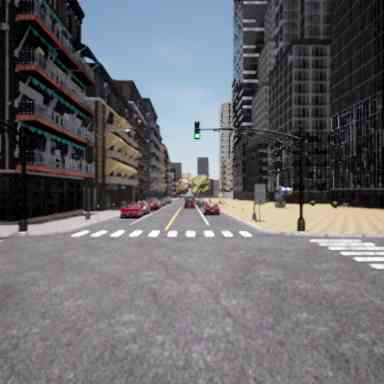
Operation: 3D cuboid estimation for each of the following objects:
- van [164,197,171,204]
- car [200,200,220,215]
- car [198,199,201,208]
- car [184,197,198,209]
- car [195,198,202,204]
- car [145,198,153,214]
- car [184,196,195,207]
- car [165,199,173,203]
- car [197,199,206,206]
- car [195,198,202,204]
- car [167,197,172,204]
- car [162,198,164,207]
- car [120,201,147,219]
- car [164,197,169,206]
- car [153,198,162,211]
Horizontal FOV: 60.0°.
[{"bbox_3d":[-6.504,2.278,89.749,1.690,1.788,3.998,-1,-1,0],"label":"van"},{"bbox_3d":[2.288,1.955,39.042,1.887,1.381,4.507,-1,-1,0],"label":"car"},{"bbox_3d":[2.091,2.202,61.635,2.008,1.369,4.403,-1,-1,0],"label":"car"},{"bbox_3d":[-0.420,2.081,57.693,1.882,1.535,5.008,0,-1,0],"label":"car"},{"bbox_3d":[1.843,2.484,90.048,1.752,1.417,4.829,-1,-1,0],"label":"car"},{"bbox_3d":[-6.060,1.830,38.913,1.967,1.590,4.097,-1,-1,0],"label":"car"},{"bbox_3d":[-0.495,1.935,67.961,2.150,2.045,5.566,0,-1,0],"label":"car"},{"bbox_3d":[-6.550,2.581,95.395,1.802,1.307,4.206,-1,-1,0],"label":"car"},{"bbox_3d":[1.993,2.317,72.932,1.887,1.381,4.507,-1,-1,0],"label":"car"},{"bbox_3d":[1.796,2.563,95.526,1.887,1.381,4.507,-1,-1,0],"label":"car"},{"bbox_3d":[-6.455,2.190,84.102,2.192,1.841,5.009,-1,-1,0],"label":"car"},{"bbox_3d":[-6.207,2.011,55.858,1.967,1.590,4.097,-1,-1,0],"label":"car"},{"bbox_3d":[-6.009,1.875,33.263,1.887,1.381,4.507,-1,-1,0],"label":"car"},{"bbox_3d":[-6.304,2.274,67.154,1.802,1.307,4.206,-1,-1,0],"label":"car"},{"bbox_3d":[-6.159,1.825,50.212,2.192,1.841,5.009,-1,-1,0],"label":"car"}]
